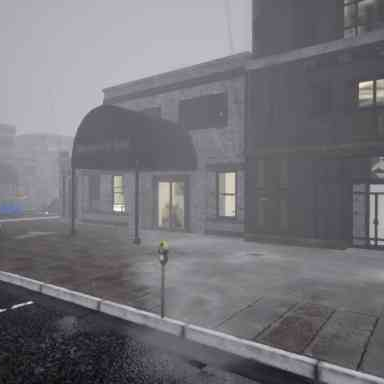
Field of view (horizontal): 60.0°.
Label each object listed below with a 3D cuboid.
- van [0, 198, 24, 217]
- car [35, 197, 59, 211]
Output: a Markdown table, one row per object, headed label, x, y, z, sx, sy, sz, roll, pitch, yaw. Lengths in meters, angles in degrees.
| label | x | y | z | sx | sy | sz | roll | pitch | yaw |
| --- | --- | --- | --- | --- | --- | --- | --- | --- | --- |
| van | -17.346 | 1.416 | 29.866 | 1.690 | 1.788 | 3.998 | 0 | 0 | 35 |
| car | -16.456 | 1.413 | 41.240 | 2.097 | 1.767 | 4.553 | 0 | 0 | 35 |
